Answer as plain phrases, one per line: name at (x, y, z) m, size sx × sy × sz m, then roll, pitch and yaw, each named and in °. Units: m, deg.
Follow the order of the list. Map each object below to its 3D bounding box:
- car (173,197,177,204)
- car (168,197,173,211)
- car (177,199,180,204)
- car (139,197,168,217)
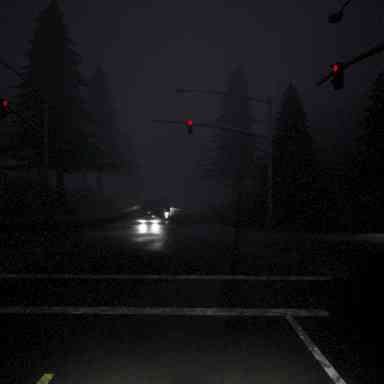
car at (-3.955, 1.491, 50.385) m, size 2.128 × 1.511 × 4.902 m, roll 0°, pitch 0°, yaw -7°
car at (-3.663, 1.478, 40.235) m, size 1.882 × 1.535 × 5.008 m, roll 0°, pitch 0°, yaw 0°
car at (-4.122, 1.564, 61.576) m, size 1.994 × 1.385 × 4.181 m, roll 0°, pitch 0°, yaw -39°
car at (-3.664, 1.491, 30.732) m, size 2.128 × 1.511 × 4.902 m, roll 0°, pitch 0°, yaw 0°
